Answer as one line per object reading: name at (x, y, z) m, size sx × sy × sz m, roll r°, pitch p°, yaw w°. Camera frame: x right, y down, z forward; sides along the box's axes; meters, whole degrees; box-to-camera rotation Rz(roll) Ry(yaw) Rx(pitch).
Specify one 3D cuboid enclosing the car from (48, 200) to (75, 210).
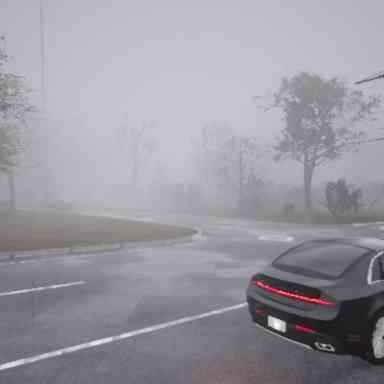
car at (-18.362, 1.808, 46.894) m, size 4.674 × 1.442 × 1.812 m, roll -1°, pitch -1°, yaw 38°

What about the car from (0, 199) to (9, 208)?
car at (-33.063, 1.876, 56.671) m, size 5.008 × 1.535 × 1.882 m, roll 0°, pitch -1°, yaw 30°

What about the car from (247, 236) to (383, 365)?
car at (3.137, 1.570, 5.952) m, size 4.892 × 1.490 × 1.837 m, roll 0°, pitch 0°, yaw -35°
